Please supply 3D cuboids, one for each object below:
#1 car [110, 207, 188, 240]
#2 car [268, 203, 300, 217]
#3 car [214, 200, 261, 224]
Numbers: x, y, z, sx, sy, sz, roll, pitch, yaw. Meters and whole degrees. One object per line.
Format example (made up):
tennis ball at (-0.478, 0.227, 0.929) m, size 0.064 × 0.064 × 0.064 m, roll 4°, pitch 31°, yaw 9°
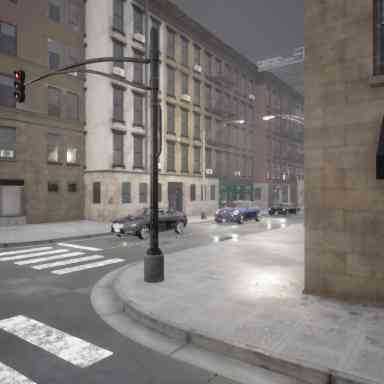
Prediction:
car at (-2.161, 1.568, 17.842) m, size 2.128 × 1.511 × 4.902 m, roll 0°, pitch 0°, yaw 35°
car at (9.483, 1.782, 34.185) m, size 1.895 × 1.301 × 4.718 m, roll 0°, pitch 0°, yaw 35°
car at (3.631, 1.480, 25.993) m, size 2.097 × 1.767 × 4.553 m, roll 0°, pitch 0°, yaw 36°
